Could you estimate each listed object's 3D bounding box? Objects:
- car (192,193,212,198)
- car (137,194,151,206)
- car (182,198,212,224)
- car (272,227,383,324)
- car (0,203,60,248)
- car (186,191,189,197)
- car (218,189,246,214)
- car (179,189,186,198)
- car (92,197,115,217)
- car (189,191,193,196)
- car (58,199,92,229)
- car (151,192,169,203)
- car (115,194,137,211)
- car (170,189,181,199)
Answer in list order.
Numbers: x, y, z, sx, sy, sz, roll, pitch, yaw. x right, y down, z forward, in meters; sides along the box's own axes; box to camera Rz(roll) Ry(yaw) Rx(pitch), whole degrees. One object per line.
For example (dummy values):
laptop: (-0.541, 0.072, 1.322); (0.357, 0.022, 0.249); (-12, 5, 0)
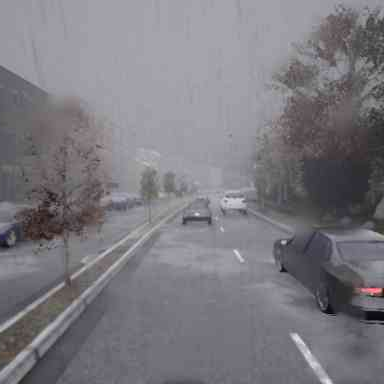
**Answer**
car: (1.327, 1.161, 40.918); (1.837, 1.490, 4.892); (0, 0, 4)
car: (-7.555, 1.089, 46.172); (2.163, 1.488, 4.792); (0, 1, 3)
car: (0.385, 1.385, 23.328); (1.994, 1.385, 4.181); (0, 1, 2)
car: (3.256, 1.495, 7.380); (2.033, 1.411, 5.357); (0, 0, 0)
car: (-7.930, 1.399, 14.459); (2.163, 1.488, 4.792); (0, 1, 0)
car: (-2.949, 0.567, 86.218); (1.946, 1.575, 5.366); (0, 1, 11)
car: (3.885, 0.972, 31.693); (2.150, 2.045, 5.566); (0, 1, 3)
car: (-3.878, 0.394, 80.885); (2.435, 2.045, 5.566); (0, 1, 10)
car: (-7.865, 1.271, 25.585); (2.231, 1.521, 4.892); (0, 1, 0)
car: (-1.886, 0.487, 91.680); (1.946, 1.575, 5.366); (0, 1, 12)
car: (-7.898, 1.361, 20.035); (2.002, 1.452, 4.674); (0, 1, 0)
car: (-6.178, 0.847, 64.176); (1.946, 1.575, 5.366); (0, 1, 7)
car: (-7.800, 1.163, 36.577); (2.097, 1.535, 5.008); (0, 1, 1)
car: (-4.759, 0.717, 75.411); (2.231, 1.521, 4.892); (0, 1, 9)
